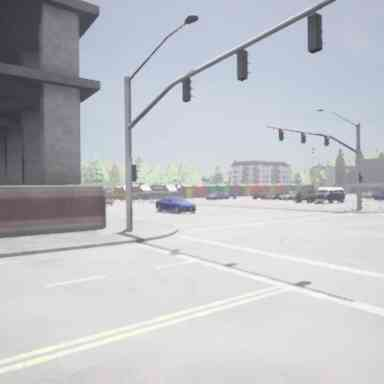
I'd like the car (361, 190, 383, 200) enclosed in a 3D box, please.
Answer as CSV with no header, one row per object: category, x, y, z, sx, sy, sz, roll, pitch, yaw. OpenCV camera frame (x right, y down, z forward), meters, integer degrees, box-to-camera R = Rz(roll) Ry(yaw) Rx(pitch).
car,32.000,0.476,59.481,3.806,1.475,1.970,-1,1,-35

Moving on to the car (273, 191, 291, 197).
car,20.546,0.443,75.625,3.905,1.438,1.784,-1,1,-35

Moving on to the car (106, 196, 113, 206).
car,-12.564,1.170,46.214,1.882,1.535,5.008,-1,1,-36

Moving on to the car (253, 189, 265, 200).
car,13.076,0.463,59.992,4.605,1.855,1.932,-1,1,-35

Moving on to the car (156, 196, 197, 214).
car,-1.537,1.171,30.835,1.882,1.535,5.008,-1,1,-36

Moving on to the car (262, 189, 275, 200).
car,14.669,0.673,57.832,3.905,1.438,1.784,-1,1,-35

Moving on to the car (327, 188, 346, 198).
car,36.453,-0.029,83.356,3.866,1.878,1.905,-1,1,-35

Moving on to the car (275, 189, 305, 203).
car,16.341,0.705,55.469,3.806,1.475,1.970,-1,1,-35
